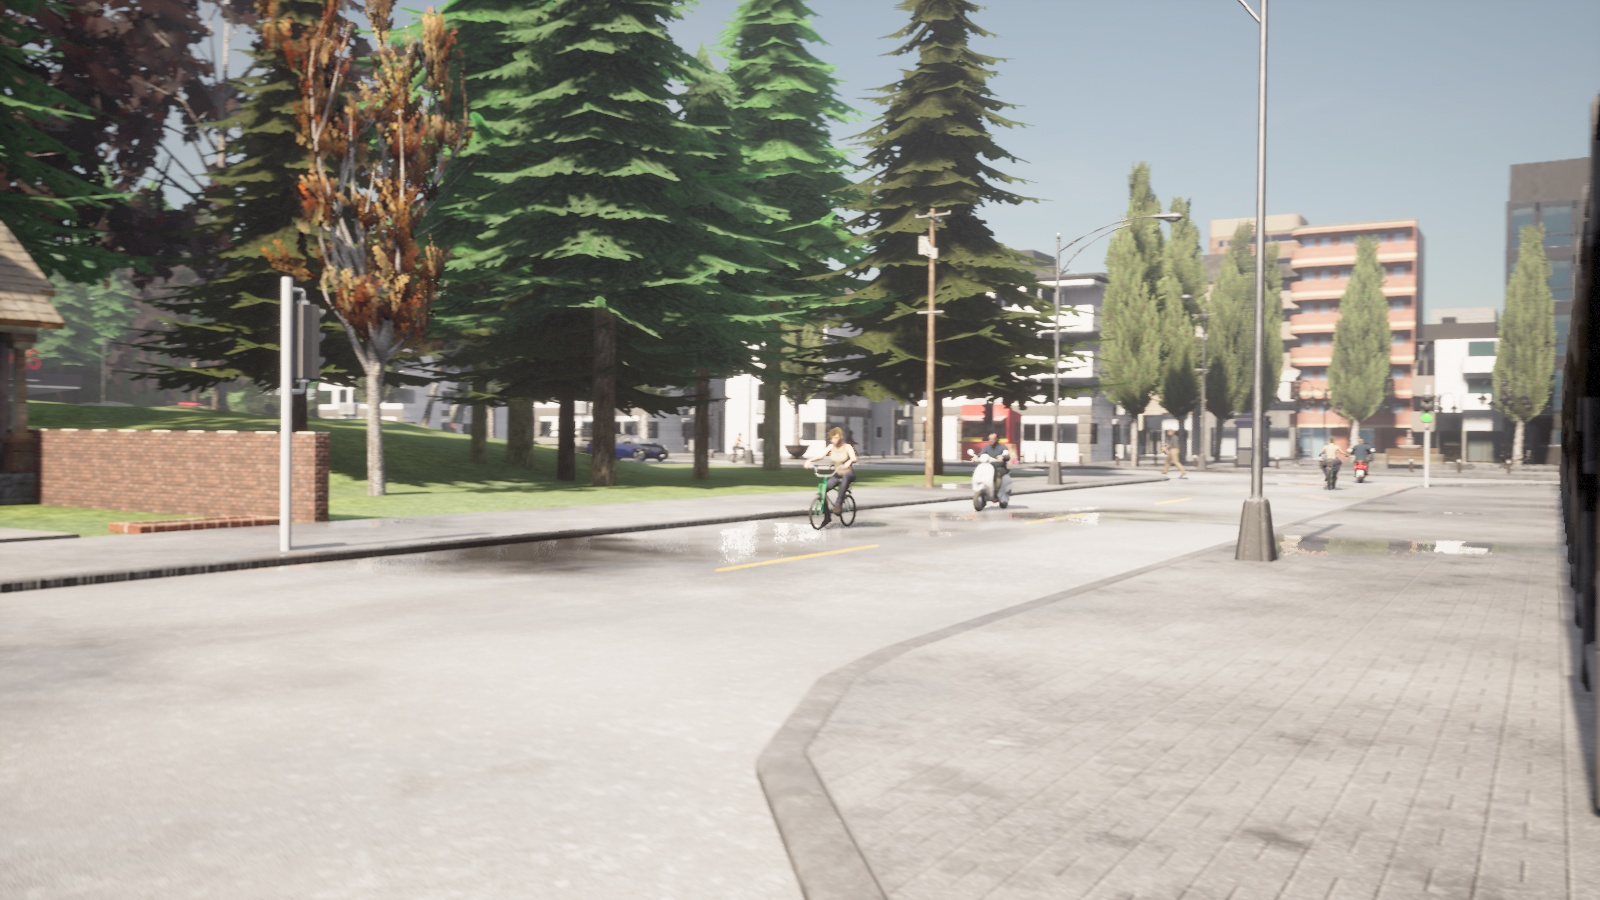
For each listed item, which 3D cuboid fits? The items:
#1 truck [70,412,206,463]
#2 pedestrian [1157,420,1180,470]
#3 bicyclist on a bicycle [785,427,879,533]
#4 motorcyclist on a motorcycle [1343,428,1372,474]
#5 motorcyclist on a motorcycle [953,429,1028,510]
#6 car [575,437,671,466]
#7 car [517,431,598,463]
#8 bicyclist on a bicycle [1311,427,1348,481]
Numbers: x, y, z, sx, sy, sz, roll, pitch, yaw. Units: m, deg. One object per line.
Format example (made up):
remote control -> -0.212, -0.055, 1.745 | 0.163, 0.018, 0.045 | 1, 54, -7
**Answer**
truck -> -45.918, -0.886, 87.324 | 7.936, 3.462, 2.891 | -1, 0, -16
pedestrian -> 13.678, -0.178, 46.578 | 0.694, 1.848, 0.540 | 0, 1, 31
bicyclist on a bicycle -> 0.527, 0.442, 19.951 | 0.866, 1.612, 1.509 | 0, 1, 31
motorcyclist on a motorcycle -> 20.126, 0.030, 45.314 | 0.866, 1.590, 1.817 | -1, 0, 26
motorcyclist on a motorcycle -> 3.898, 0.371, 25.586 | 0.866, 1.590, 1.817 | 0, 1, 31
car -> -9.484, 0.050, 67.271 | 4.792, 1.488, 2.163 | 0, 1, 31
car -> -14.471, -0.182, 74.904 | 4.605, 1.855, 1.932 | 0, 1, 31
bicyclist on a bicycle -> 16.199, 0.120, 38.409 | 0.866, 1.612, 1.509 | 0, 1, 30
